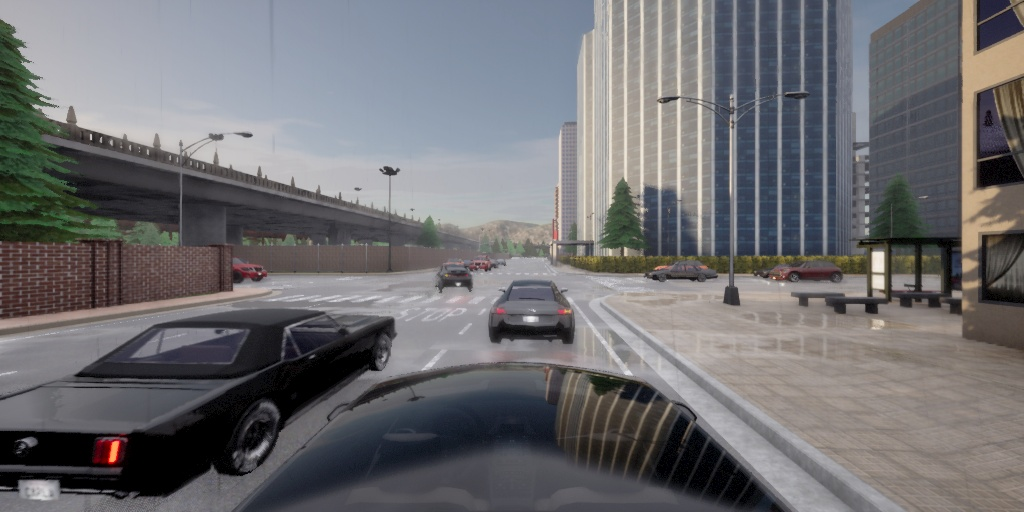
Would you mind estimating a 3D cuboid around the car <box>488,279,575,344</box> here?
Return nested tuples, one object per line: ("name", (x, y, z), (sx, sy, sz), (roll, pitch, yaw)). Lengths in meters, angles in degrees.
("car", (0.557, 1.314, 9.633), (1.994, 1.385, 4.181), (0, 0, 4))

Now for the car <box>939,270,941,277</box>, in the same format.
("car", (39.556, 1.283, 30.396), (5.008, 1.535, 1.882), (0, 0, 5))

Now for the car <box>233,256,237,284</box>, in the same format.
("car", (-22.268, 1.027, 24.244), (5.566, 2.045, 2.150), (0, 0, 4))

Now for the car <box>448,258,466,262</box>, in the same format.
("car", (-7.534, 1.102, 46.595), (2.097, 1.767, 4.553), (0, 0, 5))

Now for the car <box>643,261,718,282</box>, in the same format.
("car", (13.507, 1.353, 28.853), (5.357, 1.411, 2.033), (0, 0, 4))

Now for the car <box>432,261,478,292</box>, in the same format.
("car", (-3.618, 1.257, 21.624), (1.837, 1.490, 4.892), (2, -1, -17))

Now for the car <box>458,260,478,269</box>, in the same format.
("car", (-6.808, 1.297, 56.123), (2.033, 1.411, 5.357), (0, 0, 5))

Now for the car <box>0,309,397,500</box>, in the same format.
("car", (-3.196, 1.351, 4.729), (1.895, 1.301, 4.718), (0, 0, 3))

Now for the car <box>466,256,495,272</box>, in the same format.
("car", (-4.000, 0.971, 46.553), (2.150, 2.045, 5.566), (0, 0, 4))

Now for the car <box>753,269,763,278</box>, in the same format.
("car", (24.491, 1.353, 31.556), (5.357, 1.411, 2.033), (0, 0, 4))

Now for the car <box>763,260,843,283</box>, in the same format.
("car", (22.961, 1.157, 28.158), (4.553, 1.767, 2.097), (0, 0, 4))

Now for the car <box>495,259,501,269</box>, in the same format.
("car", (-3.282, 1.228, 56.529), (1.882, 1.535, 5.008), (0, 0, 4))

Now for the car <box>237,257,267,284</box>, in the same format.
("car", (-22.133, 1.027, 27.750), (5.566, 2.045, 2.150), (0, 0, 4))
